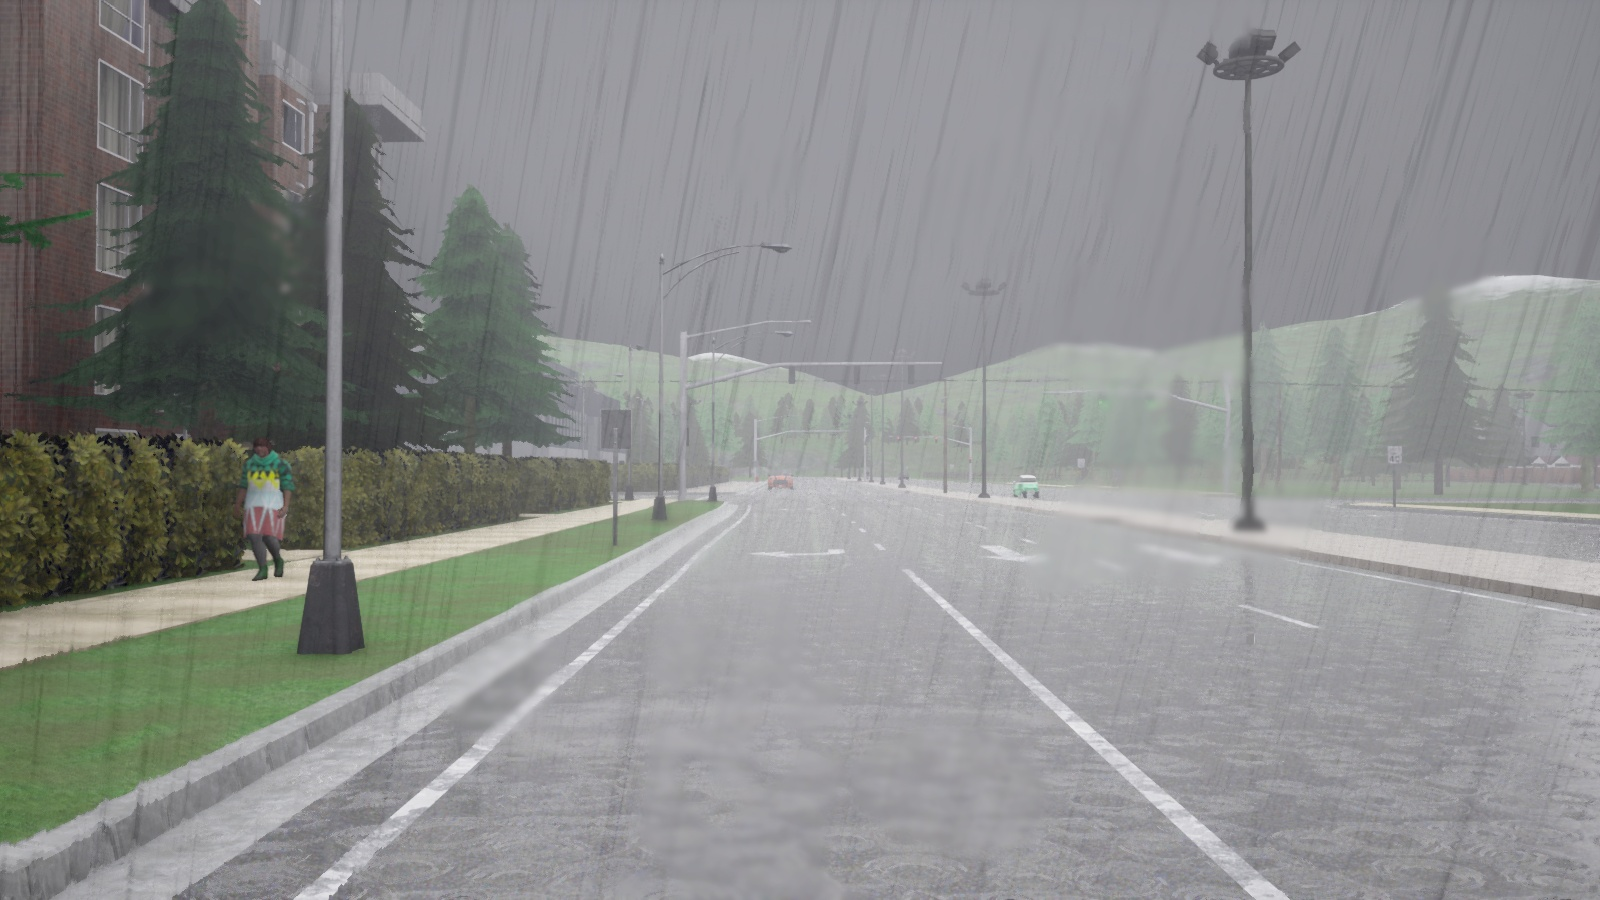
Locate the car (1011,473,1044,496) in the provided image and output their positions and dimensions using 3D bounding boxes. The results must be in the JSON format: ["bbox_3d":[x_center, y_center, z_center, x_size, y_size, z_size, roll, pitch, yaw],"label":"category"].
[{"bbox_3d":[13.689,2.082,75.694,1.481,1.376,2.207,0,-1,-2],"label":"car"}]

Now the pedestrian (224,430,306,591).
[{"bbox_3d":[-6.699,0.744,15.755,0.659,1.952,0.873,0,-1,0],"label":"pedestrian"}]
